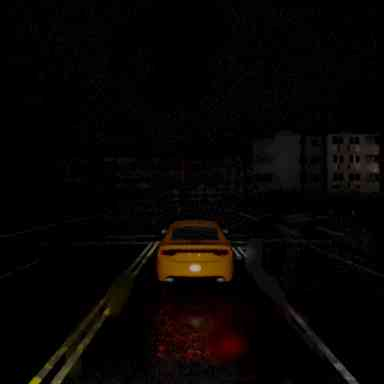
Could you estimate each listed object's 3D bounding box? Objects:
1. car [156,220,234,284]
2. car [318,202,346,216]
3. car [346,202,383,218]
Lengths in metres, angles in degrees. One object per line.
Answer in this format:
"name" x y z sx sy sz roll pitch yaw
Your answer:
"car" 0.079 1.574 9.901 1.882 1.535 5.008 0 -1 0
"car" 16.647 1.861 37.184 4.892 1.490 1.837 -1 -1 1
"car" 18.750 1.815 33.637 4.902 1.511 2.128 0 -1 2
